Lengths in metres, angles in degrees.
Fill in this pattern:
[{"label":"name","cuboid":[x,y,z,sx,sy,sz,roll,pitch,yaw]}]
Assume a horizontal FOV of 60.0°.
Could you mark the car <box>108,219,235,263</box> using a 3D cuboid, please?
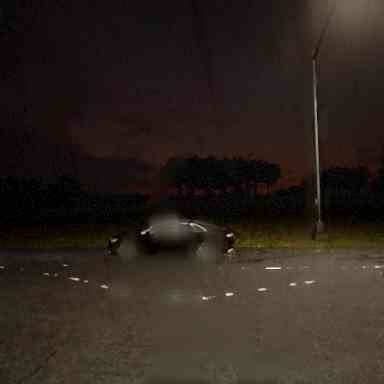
[{"label":"car","cuboid":[-0.771,1.833,12.966,4.902,1.511,2.128,0,-2,7]}]
